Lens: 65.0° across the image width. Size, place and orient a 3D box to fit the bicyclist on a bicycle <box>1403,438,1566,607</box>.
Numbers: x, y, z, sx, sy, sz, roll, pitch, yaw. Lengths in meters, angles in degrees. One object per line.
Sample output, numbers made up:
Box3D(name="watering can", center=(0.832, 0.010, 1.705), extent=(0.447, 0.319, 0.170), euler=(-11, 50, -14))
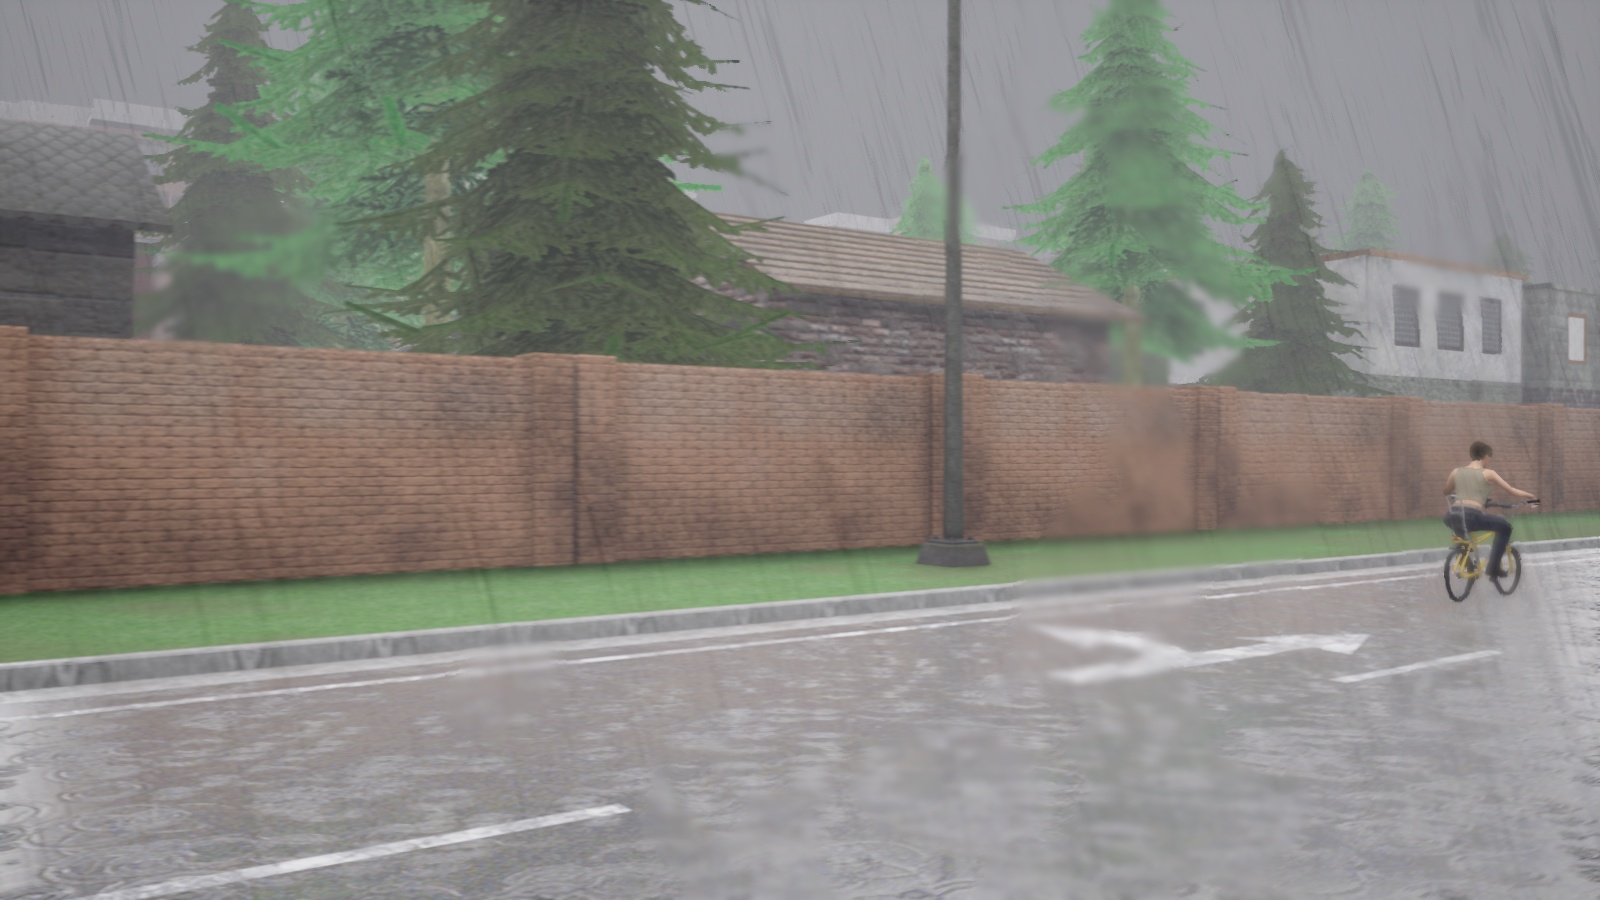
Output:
Box3D(name="bicyclist on a bicycle", center=(6.974, 0.698, 12.783), extent=(1.509, 1.612, 0.866), euler=(0, 0, -35))
